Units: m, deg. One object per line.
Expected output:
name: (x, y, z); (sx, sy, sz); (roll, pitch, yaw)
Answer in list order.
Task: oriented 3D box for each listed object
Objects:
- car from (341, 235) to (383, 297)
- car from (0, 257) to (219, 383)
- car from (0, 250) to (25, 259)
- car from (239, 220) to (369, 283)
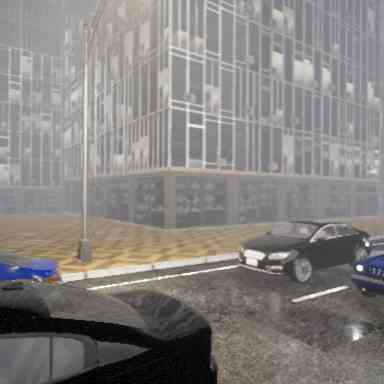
car: (5.750, 1.738, 7.740); (4.718, 1.301, 1.895); (1, -1, -35)
car: (-2.100, 1.469, 2.175); (5.008, 1.535, 1.882); (1, -1, -35)
car: (-4.242, 1.513, 4.639); (4.674, 1.442, 1.812); (1, -1, -35)
car: (3.588, 1.625, 10.192); (4.902, 1.511, 2.128); (1, -1, -35)
